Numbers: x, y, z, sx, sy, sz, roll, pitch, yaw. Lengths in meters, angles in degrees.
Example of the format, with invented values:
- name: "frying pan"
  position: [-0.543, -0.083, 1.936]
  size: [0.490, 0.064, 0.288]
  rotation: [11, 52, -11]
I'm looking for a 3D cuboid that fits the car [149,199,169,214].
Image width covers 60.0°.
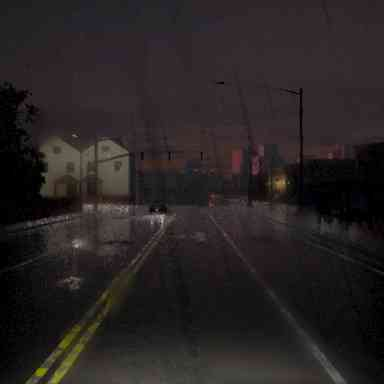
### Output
- name: "car"
  position: [-3.500, 1.519, 35.670]
  size: [2.128, 1.511, 4.902]
  rotation: [0, 0, 0]
